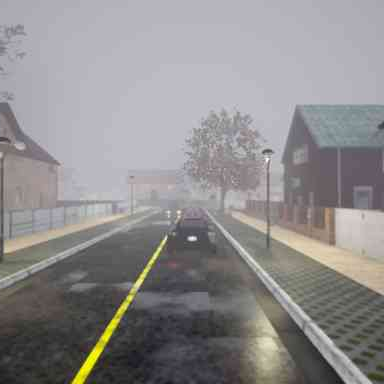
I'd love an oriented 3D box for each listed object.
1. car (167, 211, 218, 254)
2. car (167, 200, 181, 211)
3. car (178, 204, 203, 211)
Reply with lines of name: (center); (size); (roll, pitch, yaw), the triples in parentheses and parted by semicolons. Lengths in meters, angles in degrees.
car: (0.014, 1.713, 14.259); (1.994, 1.385, 4.181); (0, -1, 0)
car: (-2.718, 2.091, 51.443); (1.837, 1.490, 4.892); (0, -1, 0)
car: (0.022, 1.916, 29.114); (1.895, 1.301, 4.718); (0, -1, 0)
